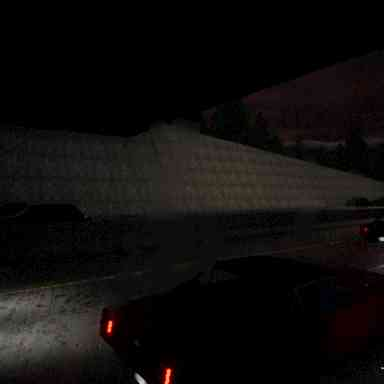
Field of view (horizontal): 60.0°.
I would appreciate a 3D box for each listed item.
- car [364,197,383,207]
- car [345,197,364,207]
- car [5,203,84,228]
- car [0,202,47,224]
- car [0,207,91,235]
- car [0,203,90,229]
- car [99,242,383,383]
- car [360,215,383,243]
[{"bbox_3d":[28.586,1.574,49.964,4.902,1.511,2.128,0,0,-35],"label":"car"},{"bbox_3d":[26.240,1.589,52.594,4.892,1.490,1.837,1,0,-35],"label":"car"},{"bbox_3d":[-9.989,1.533,22.656,4.674,1.442,1.812,0,0,-35],"label":"car"},{"bbox_3d":[-13.410,1.530,24.500,4.674,1.442,1.812,0,0,-36],"label":"car"},{"bbox_3d":[-8.548,1.607,19.384,4.718,1.301,1.895,0,0,-35],"label":"car"},{"bbox_3d":[-7.369,1.356,15.927,4.553,1.767,2.097,0,0,-35],"label":"car"},{"bbox_3d":[1.296,1.606,4.665,4.718,1.301,1.895,0,0,-35],"label":"car"},{"bbox_3d":[9.574,1.626,14.846,4.718,1.301,1.895,0,0,-35],"label":"car"}]
